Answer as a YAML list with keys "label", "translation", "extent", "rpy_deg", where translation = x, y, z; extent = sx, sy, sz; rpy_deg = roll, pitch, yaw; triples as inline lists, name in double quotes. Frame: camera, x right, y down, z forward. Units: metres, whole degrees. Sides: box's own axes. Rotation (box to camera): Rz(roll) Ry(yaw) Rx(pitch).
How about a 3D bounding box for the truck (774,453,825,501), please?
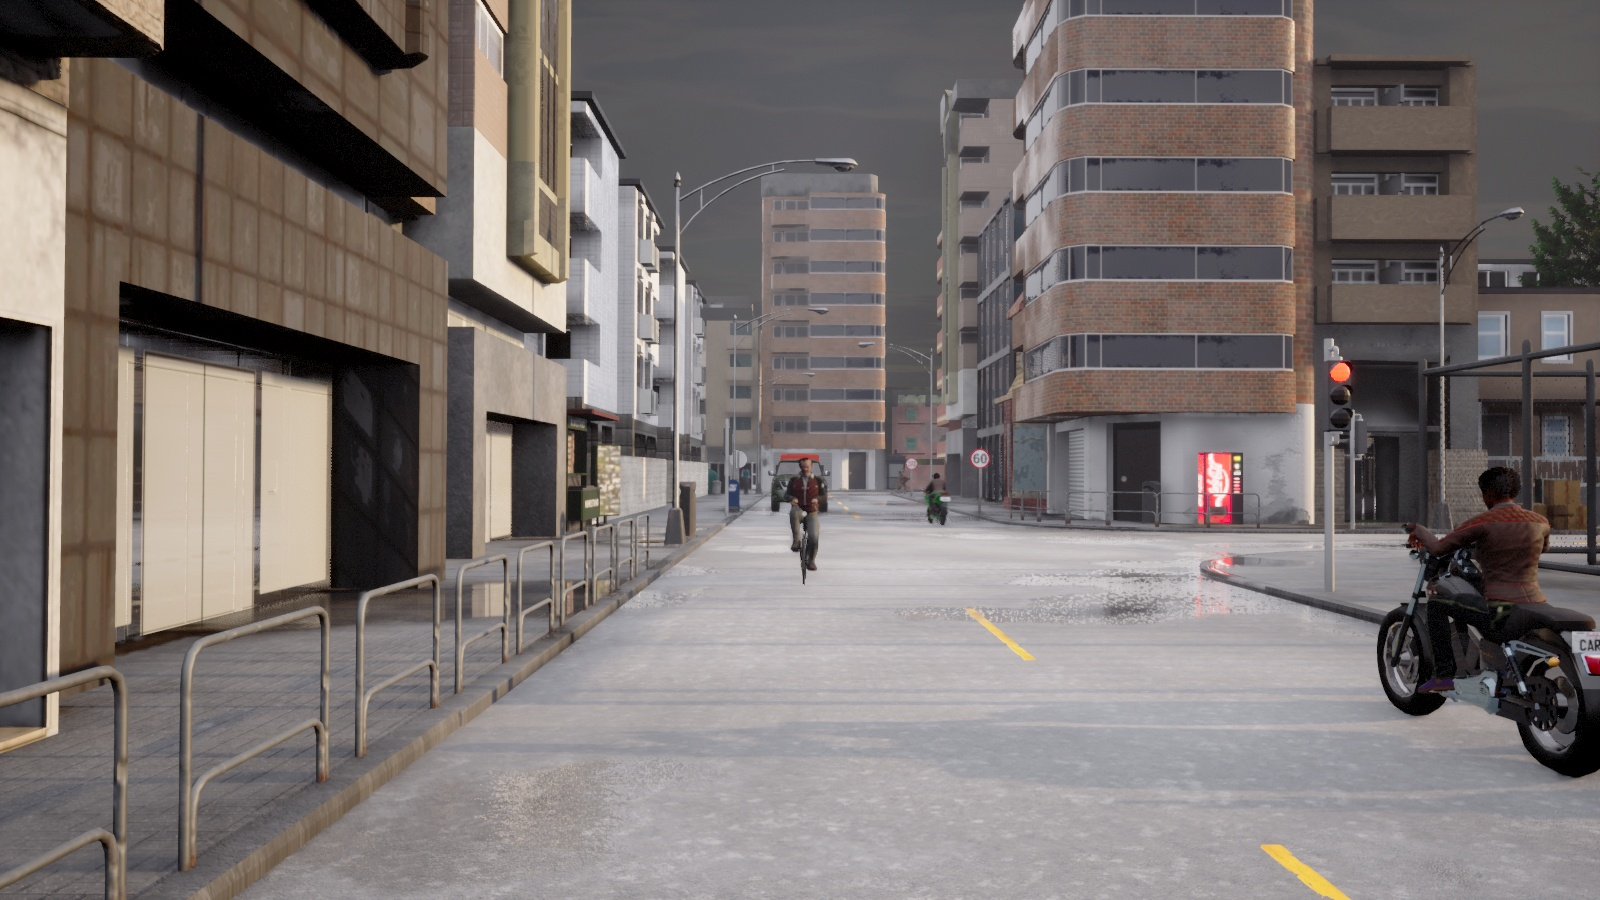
- label: "truck"
  translation: [-0.009, 1.456, 67.330]
  extent: [2.627, 2.467, 5.204]
  rpy_deg: [0, -1, 0]

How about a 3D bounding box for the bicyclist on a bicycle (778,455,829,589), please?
- label: "bicyclist on a bicycle"
  translation: [0.071, 0.980, 17.607]
  extent: [0.659, 1.776, 1.843]
  rpy_deg: [0, -1, 2]

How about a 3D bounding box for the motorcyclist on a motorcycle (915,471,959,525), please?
- label: "motorcyclist on a motorcycle"
  translation: [3.997, 1.398, 36.830]
  extent: [0.797, 1.523, 2.044]
  rpy_deg: [1, -1, -7]

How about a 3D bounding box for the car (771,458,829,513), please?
- label: "car"
  translation: [-0.029, 1.368, 49.796]
  extent: [2.150, 2.045, 5.566]
  rpy_deg: [0, -1, -1]

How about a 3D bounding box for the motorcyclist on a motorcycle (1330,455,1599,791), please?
- label: "motorcyclist on a motorcycle"
  translation: [3.999, 0.872, 7.367]
  extent: [0.766, 1.649, 2.350]
  rpy_deg: [0, -1, 0]

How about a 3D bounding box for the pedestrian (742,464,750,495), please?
- label: "pedestrian"
  translation: [-3.320, 1.837, 77.557]
  extent: [0.396, 1.930, 0.692]
  rpy_deg: [0, -1, -9]
